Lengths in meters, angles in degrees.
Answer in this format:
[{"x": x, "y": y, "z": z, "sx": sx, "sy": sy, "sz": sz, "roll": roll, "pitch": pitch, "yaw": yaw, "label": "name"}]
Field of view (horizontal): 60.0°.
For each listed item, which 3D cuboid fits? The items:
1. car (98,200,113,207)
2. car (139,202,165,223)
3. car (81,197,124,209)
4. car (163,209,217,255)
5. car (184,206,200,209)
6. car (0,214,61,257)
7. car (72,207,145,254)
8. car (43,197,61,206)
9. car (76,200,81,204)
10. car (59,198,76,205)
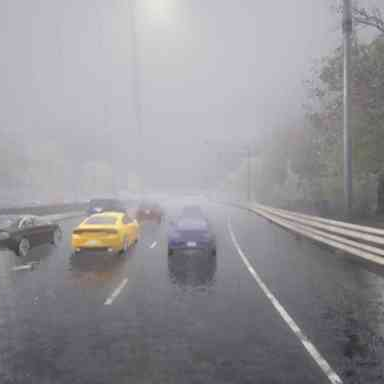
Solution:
[{"x": -17.526, "y": 2.334, "z": 67.387, "sx": 1.994, "sy": 1.385, "sz": 4.181, "roll": 0, "pitch": -1, "yaw": 0, "label": "car"}, {"x": -3.488, "y": 1.665, "z": 28.415, "sx": 2.097, "sy": 1.767, "sz": 4.553, "roll": 0, "pitch": -1, "yaw": 1, "label": "car"}, {"x": -7.000, "y": 1.529, "z": 27.585, "sx": 2.150, "sy": 2.045, "sz": 5.566, "roll": 0, "pitch": 0, "yaw": 0, "label": "car"}, {"x": 0.022, "y": 1.676, "z": 13.889, "sx": 1.812, "sy": 1.442, "sz": 4.674, "roll": 0, "pitch": 0, "yaw": 1, "label": "car"}, {"x": -0.001, "y": 1.851, "z": 27.526, "sx": 2.033, "sy": 1.411, "sz": 5.357, "roll": 0, "pitch": -1, "yaw": 0, "label": "car"}, {"x": -6.982, "y": 1.639, "z": 13.495, "sx": 2.128, "sy": 1.511, "sz": 4.902, "roll": 0, "pitch": 0, "yaw": 1, "label": "car"}, {"x": -3.475, "y": 1.632, "z": 14.235, "sx": 1.882, "sy": 1.535, "sz": 5.008, "roll": 0, "pitch": 0, "yaw": 1, "label": "car"}, {"x": -28.026, "y": 2.006, "z": 67.357, "sx": 2.150, "sy": 2.045, "sz": 5.566, "roll": 0, "pitch": -1, "yaw": 0, "label": "car"}, {"x": -21.026, "y": 2.006, "z": 67.360, "sx": 2.150, "sy": 2.045, "sz": 5.566, "roll": 0, "pitch": -1, "yaw": 0, "label": "car"}, {"x": -24.526, "y": 2.281, "z": 67.385, "sx": 1.837, "sy": 1.490, "sz": 4.892, "roll": 0, "pitch": -1, "yaw": 0, "label": "car"}]
